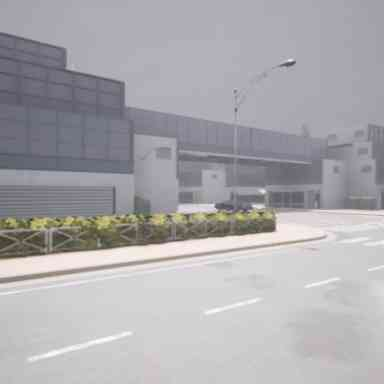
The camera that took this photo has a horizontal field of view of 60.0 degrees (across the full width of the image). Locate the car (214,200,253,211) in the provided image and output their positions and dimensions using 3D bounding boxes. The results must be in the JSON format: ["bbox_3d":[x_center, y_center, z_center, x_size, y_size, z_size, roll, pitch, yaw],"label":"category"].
[{"bbox_3d":[5.013,1.650,40.809,2.033,1.411,5.357,0,0,-36],"label":"car"}]
